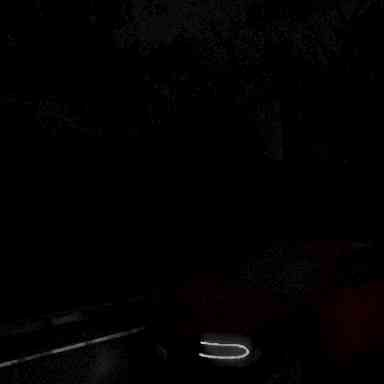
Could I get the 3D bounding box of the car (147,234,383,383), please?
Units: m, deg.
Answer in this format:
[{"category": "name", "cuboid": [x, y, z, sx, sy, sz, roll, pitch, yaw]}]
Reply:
[{"category": "car", "cuboid": [1.763, 1.450, 4.973, 5.008, 1.535, 1.882, 0, 0, -33]}]
